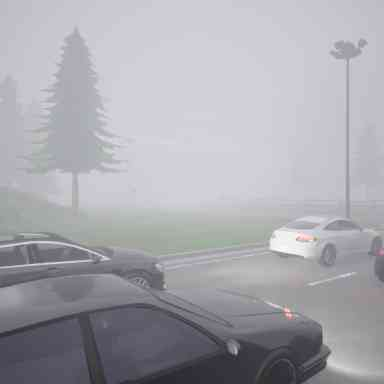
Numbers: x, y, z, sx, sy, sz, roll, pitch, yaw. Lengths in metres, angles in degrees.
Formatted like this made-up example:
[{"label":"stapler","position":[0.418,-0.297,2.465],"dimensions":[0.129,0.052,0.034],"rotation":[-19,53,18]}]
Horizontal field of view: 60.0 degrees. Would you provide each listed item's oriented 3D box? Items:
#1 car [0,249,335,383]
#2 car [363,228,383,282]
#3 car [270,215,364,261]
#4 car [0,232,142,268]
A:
[{"label":"car","position":[-1.013,1.547,3.022],"dimensions":[5.357,1.411,2.033],"rotation":[0,0,-36]},{"label":"car","position":[6.491,1.564,8.416],"dimensions":[4.181,1.385,1.994],"rotation":[0,0,-35]},{"label":"car","position":[4.653,1.526,11.399],"dimensions":[4.674,1.442,1.812],"rotation":[0,0,-35]},{"label":"car","position":[-2.776,1.491,6.065],"dimensions":[4.902,1.511,2.128],"rotation":[0,0,-35]}]
